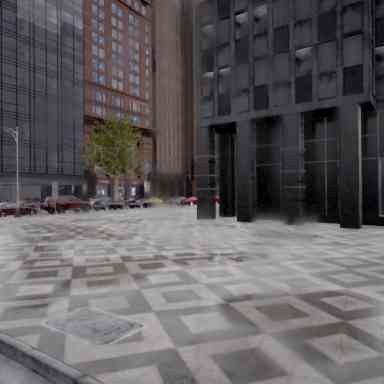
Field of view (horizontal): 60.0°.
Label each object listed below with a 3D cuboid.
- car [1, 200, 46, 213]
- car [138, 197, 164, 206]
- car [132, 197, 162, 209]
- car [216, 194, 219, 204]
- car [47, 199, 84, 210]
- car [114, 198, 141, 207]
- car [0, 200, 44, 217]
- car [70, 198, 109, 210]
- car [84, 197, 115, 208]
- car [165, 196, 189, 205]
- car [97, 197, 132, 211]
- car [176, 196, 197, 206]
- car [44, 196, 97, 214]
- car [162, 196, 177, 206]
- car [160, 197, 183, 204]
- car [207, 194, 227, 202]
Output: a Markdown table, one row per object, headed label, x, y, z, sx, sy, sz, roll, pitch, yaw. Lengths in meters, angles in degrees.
| label | x | y | z | sx | sy | sz | roll | pitch | yaw |
| --- | --- | --- | --- | --- | --- | --- | --- | --- | --- |
| car | -19.849 | 1.643 | 39.346 | 1.947 | 1.339 | 4.313 | -1 | 0 | 35 |
| car | -7.118 | 1.546 | 57.760 | 1.752 | 1.417 | 4.829 | -1 | 0 | 35 |
| car | -6.426 | 1.510 | 43.770 | 1.947 | 1.339 | 4.313 | -1 | 0 | 35 |
| car | 3.193 | 1.224 | 57.687 | 2.192 | 1.841 | 5.009 | -1 | 0 | 35 |
| car | -16.642 | 1.643 | 43.984 | 1.802 | 1.307 | 4.206 | -1 | 0 | 35 |
| car | -10.227 | 1.614 | 53.262 | 1.802 | 1.307 | 4.206 | -1 | 0 | 35 |
| car | -16.046 | 1.577 | 29.857 | 1.802 | 1.307 | 4.206 | -1 | 0 | 35 |
| car | -13.427 | 1.549 | 43.785 | 1.812 | 1.442 | 4.674 | -1 | 0 | 35 |
| car | -13.436 | 1.486 | 48.623 | 1.967 | 1.590 | 4.097 | -1 | 0 | 35 |
| car | -2.615 | 1.507 | 59.260 | 1.812 | 1.442 | 4.674 | -1 | -1 | 35 |
| car | -9.632 | 1.526 | 39.133 | 1.947 | 1.339 | 4.313 | -1 | 0 | 35 |
| car | -0.013 | 1.464 | 53.047 | 1.887 | 1.381 | 4.507 | -1 | 0 | 35 |
| car | -12.841 | 1.291 | 34.496 | 2.192 | 1.841 | 5.009 | -1 | 0 | 35 |
| car | -2.021 | 1.497 | 54.741 | 2.033 | 1.411 | 5.357 | -1 | 0 | 35 |
| car | -3.813 | 1.576 | 62.539 | 1.947 | 1.339 | 4.313 | -1 | 0 | 35 |
| car | 5.807 | 1.298 | 76.456 | 2.192 | 1.841 | 5.009 | -1 | 0 | 35 |
